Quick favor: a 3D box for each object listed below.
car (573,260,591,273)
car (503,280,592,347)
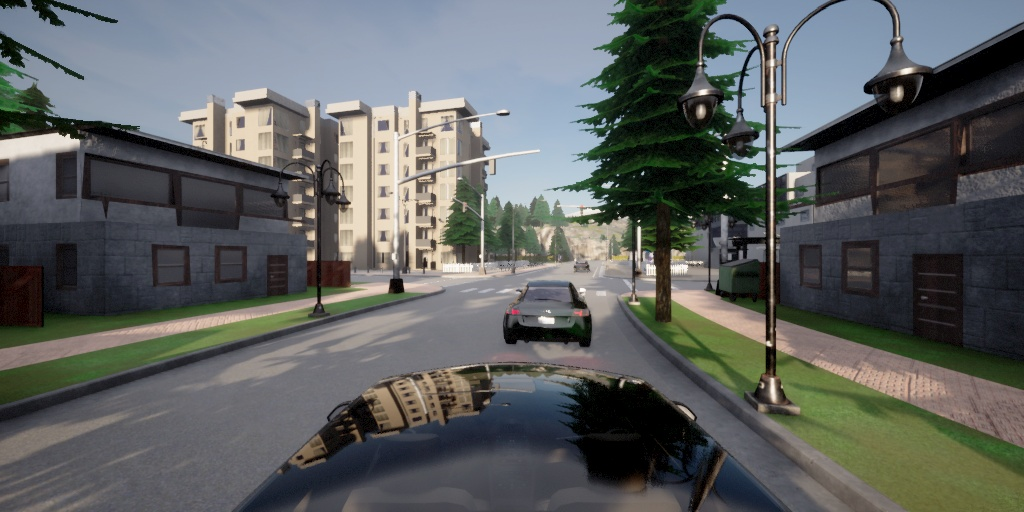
[{"bbox_3d":[8.778,1.276,44.965,2.128,1.511,4.902,0,0,14],"label":"car"},{"bbox_3d":[1.005,1.314,9.431,1.994,1.385,4.181,0,0,8],"label":"car"}]
